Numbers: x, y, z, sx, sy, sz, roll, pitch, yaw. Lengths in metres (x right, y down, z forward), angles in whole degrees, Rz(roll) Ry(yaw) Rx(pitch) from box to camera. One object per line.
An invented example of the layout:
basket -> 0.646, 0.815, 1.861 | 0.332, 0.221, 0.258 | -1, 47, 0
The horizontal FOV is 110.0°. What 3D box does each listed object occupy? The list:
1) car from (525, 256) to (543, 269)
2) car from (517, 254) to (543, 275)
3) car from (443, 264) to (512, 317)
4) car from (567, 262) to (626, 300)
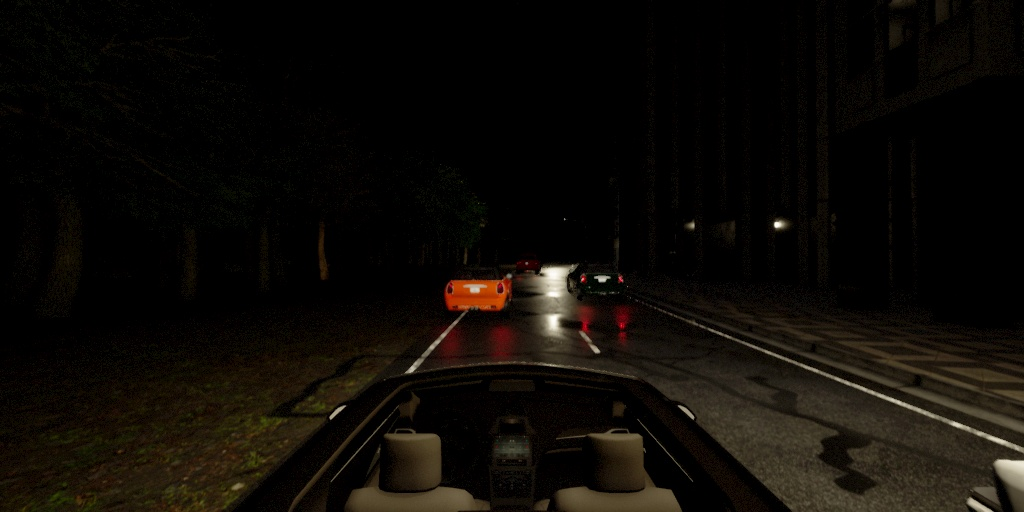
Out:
car -> 3.117, 0.860, 49.374 | 2.097, 1.767, 4.553 | 0, 0, 9
car -> 1.761, 0.811, 37.428 | 2.150, 2.045, 5.566 | 0, 0, 7
car -> -1.087, 1.069, 13.249 | 2.097, 1.767, 4.553 | 0, 0, 2
car -> 3.945, 1.051, 17.459 | 2.097, 1.767, 4.553 | 0, 0, 2
